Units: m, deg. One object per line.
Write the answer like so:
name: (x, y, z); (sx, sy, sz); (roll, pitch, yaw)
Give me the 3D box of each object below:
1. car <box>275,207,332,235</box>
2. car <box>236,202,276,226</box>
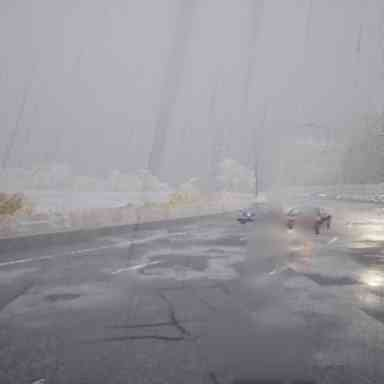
car: (6.357, 1.481, 18.209); (1.895, 1.301, 4.718); (0, 0, 32)
car: (4.710, 1.405, 22.238); (2.033, 1.411, 5.357); (0, 0, 30)
